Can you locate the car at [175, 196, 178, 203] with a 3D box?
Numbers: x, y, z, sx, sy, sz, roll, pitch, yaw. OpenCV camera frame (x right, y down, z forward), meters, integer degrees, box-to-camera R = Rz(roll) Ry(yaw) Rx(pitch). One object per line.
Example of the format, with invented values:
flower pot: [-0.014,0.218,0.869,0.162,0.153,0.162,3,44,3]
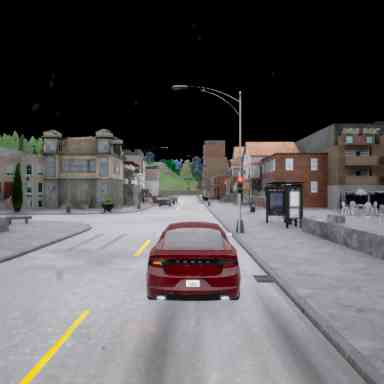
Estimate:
car: [-4.072,1.601,61.273,1.895,1.301,4.718,0,0,0]

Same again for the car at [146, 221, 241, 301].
car: [0.048,1.478,8.396,1.882,1.535,5.008,0,0,1]

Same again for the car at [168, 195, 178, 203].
car: [-4.015,1.500,71.640,1.837,1.490,4.892,0,0,0]

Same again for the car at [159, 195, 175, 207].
car: [-4.110,1.505,51.968,1.837,1.490,4.892,0,0,0]
